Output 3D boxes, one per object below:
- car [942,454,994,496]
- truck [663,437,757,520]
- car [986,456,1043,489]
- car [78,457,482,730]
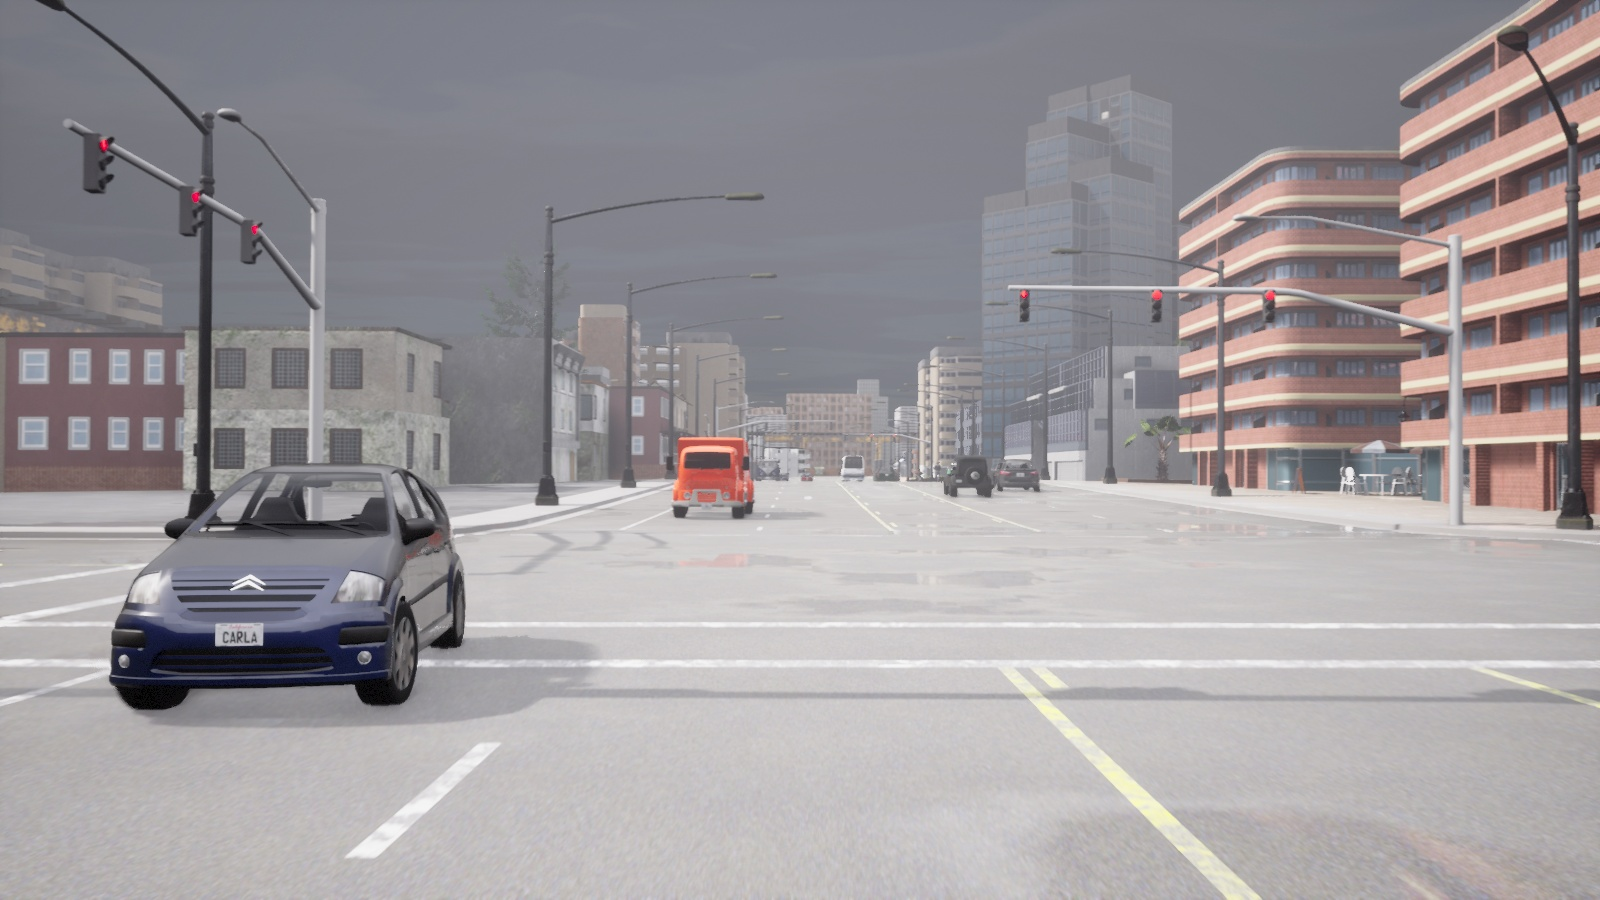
[{"bbox_3d":[7.792,1.128,58.509,1.905,1.878,3.866,0,0,0],"label":"car"},{"bbox_3d":[-2.757,0.879,39.929,2.627,2.467,5.204,0,-1,0],"label":"truck"},{"bbox_3d":[11.309,1.156,66.566,2.242,1.667,4.611,0,0,0],"label":"car"},{"bbox_3d":[-3.622,0.887,9.560,1.851,1.617,3.988,0,-1,-7],"label":"car"}]
